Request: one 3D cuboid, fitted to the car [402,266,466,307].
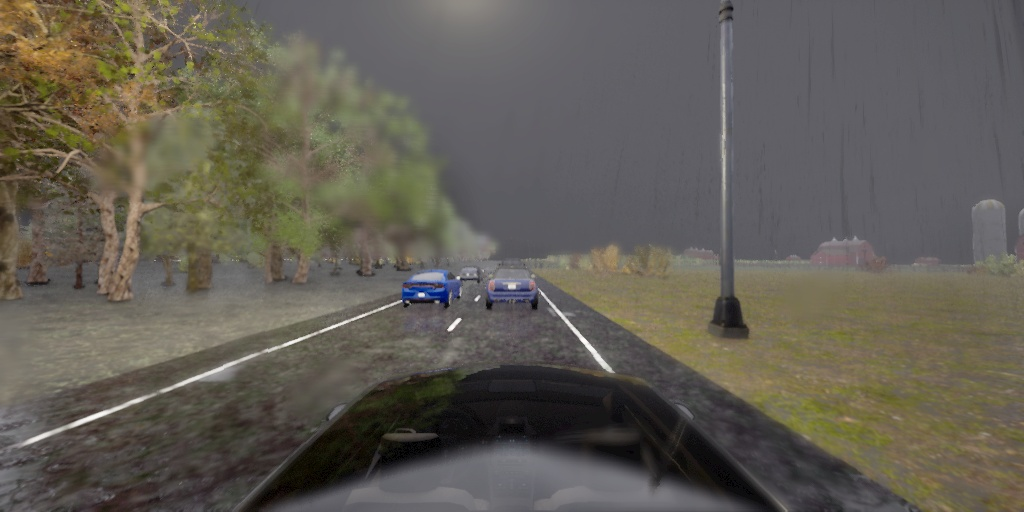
[{"bbox_3d":[-3.491,1.365,16.349,1.882,1.535,5.008,0,0,0],"label":"car"}]

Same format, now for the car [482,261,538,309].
[{"bbox_3d":[0.004,1.234,15.949,2.097,1.767,4.553,0,-1,0],"label":"car"}]

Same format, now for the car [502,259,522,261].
[{"bbox_3d":[0.005,1.239,30.881,2.150,2.045,5.566,0,0,0],"label":"car"}]

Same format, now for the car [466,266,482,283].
[{"bbox_3d":[-3.495,1.569,30.860,2.033,1.411,5.357,0,0,0],"label":"car"}]
